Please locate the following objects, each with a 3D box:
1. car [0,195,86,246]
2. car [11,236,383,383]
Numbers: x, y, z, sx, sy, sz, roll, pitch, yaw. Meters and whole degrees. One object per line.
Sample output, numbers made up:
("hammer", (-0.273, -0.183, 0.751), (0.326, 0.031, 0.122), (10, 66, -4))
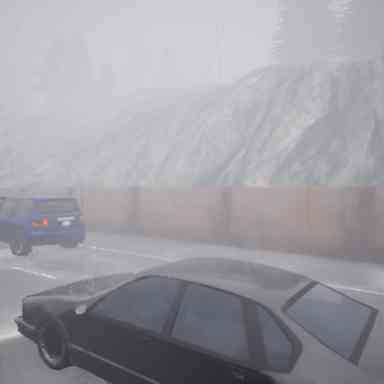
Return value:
("car", (-6.459, 1.127, 12.762), (5.566, 2.045, 2.150), (1, 0, 34))
("car", (0.123, 1.532, 3.888), (5.357, 1.411, 2.033), (1, 0, 35))
